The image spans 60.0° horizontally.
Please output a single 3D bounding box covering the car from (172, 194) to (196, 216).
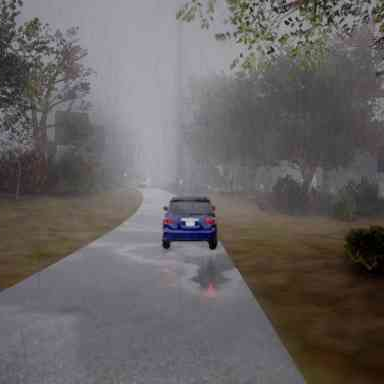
[{"bbox_3d":[-0.837,1.104,29.710,1.882,1.535,5.008,0,2,-4],"label":"car"}]

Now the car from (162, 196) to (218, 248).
[{"bbox_3d":[-0.121,1.214,14.700,2.150,2.045,5.566,0,1,-1],"label":"car"}]

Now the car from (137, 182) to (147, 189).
[{"bbox_3d":[-11.392,-1.541,75.605,1.812,1.442,4.674,1,3,-15],"label":"car"}]
